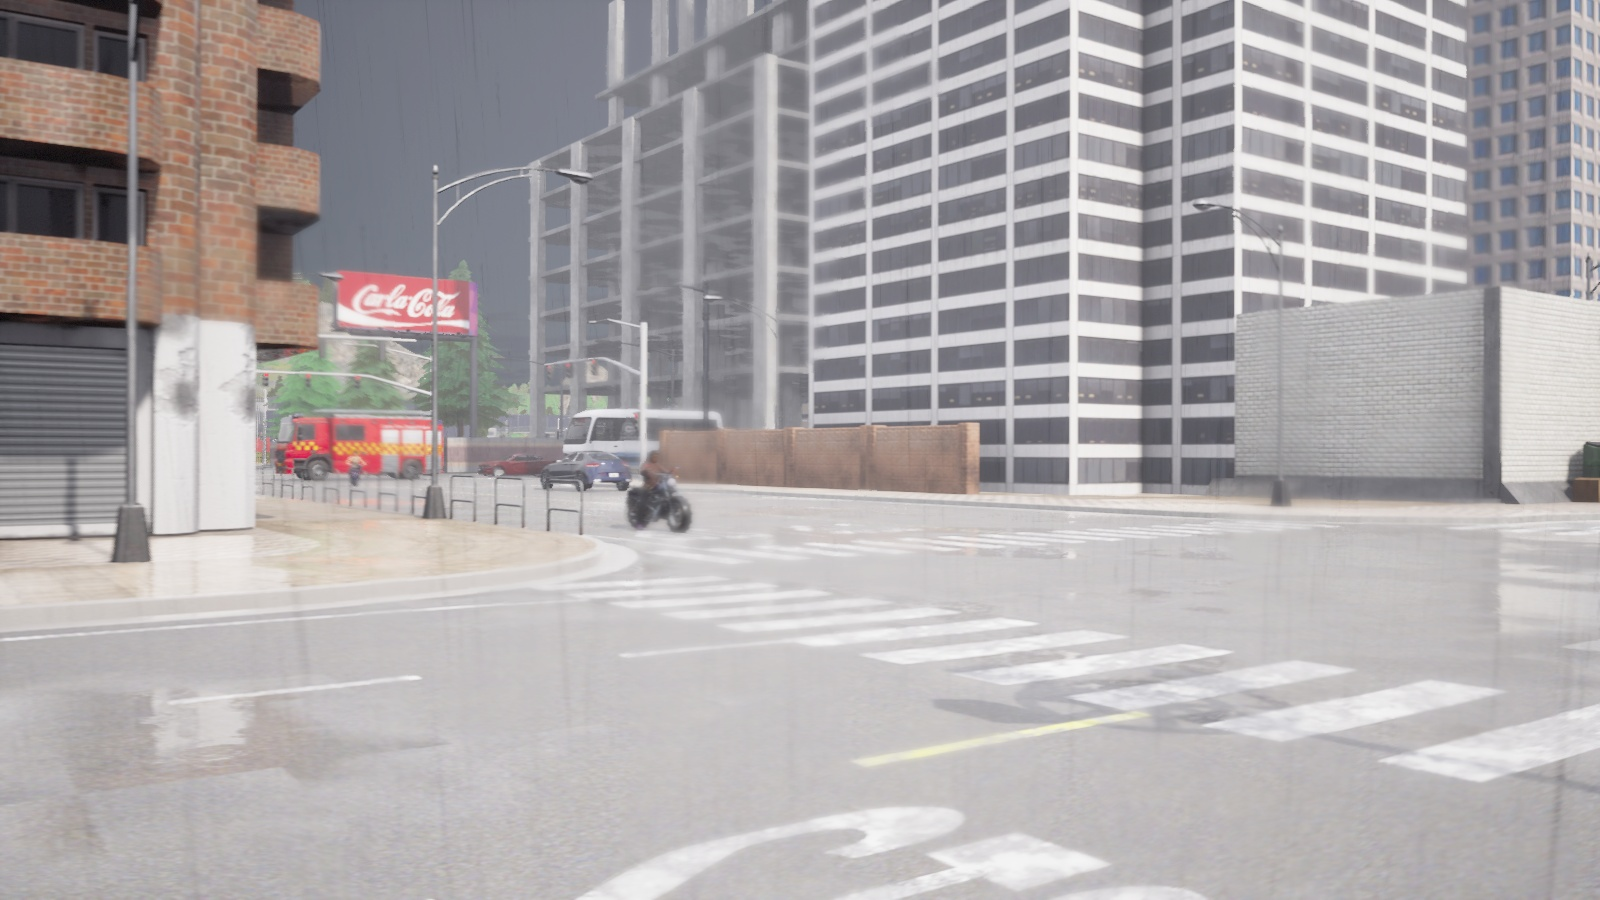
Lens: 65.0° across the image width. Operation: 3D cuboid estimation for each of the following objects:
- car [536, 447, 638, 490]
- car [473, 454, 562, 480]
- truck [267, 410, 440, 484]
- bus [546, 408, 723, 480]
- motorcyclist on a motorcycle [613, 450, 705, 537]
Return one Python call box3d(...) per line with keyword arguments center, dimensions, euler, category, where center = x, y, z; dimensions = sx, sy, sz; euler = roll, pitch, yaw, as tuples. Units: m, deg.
box3d(center=(-8.781, 0.728, 51.420), dimensions=(2.152, 1.651, 5.027), euler=(0, 0, -35), category="car")
box3d(center=(-17.467, 1.012, 77.764), dimensions=(5.008, 1.535, 1.882), euler=(0, 0, -33), category="car")
box3d(center=(-24.307, -0.138, 68.614), dimensions=(8.468, 3.827, 2.891), euler=(0, 0, -35), category="truck")
box3d(center=(-10.242, -0.356, 78.464), dimensions=(10.273, 4.253, 3.944), euler=(0, 0, -35), category="bus")
box3d(center=(-2.824, 0.820, 24.844), dimensions=(0.766, 1.649, 2.350), euler=(0, 0, -35), category="motorcyclist on a motorcycle")
